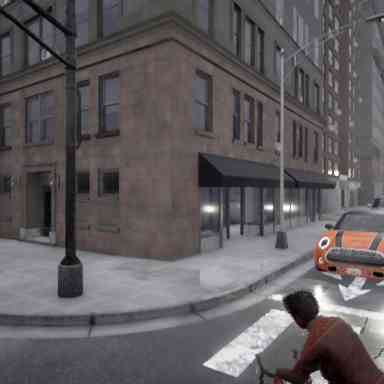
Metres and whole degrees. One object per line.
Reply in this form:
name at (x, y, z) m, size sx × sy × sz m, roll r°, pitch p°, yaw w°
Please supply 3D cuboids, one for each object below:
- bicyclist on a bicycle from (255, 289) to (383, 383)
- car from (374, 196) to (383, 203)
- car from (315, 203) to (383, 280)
bicyclist on a bicycle at (0.925, 1.488, 2.214) m, size 0.582 × 1.620 × 1.656 m, roll -8°, pitch 5°, yaw -41°
car at (11.274, 1.229, 18.651) m, size 2.150 × 2.045 × 5.566 m, roll 0°, pitch 0°, yaw 35°
car at (5.237, 1.359, 9.969) m, size 2.097 × 1.767 × 4.553 m, roll 0°, pitch 0°, yaw 35°
